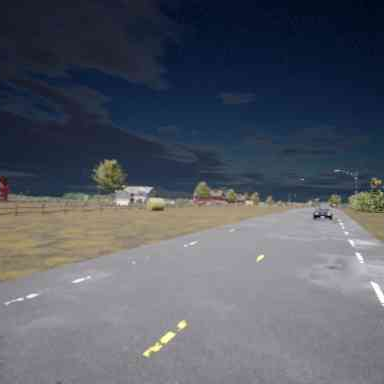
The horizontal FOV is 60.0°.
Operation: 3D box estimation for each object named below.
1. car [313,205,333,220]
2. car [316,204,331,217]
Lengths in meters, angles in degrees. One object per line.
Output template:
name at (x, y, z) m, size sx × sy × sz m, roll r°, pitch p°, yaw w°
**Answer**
car at (14.540, 2.393, 36.906) m, size 1.895 × 1.301 × 4.718 m, roll 2°, pitch -1°, yaw 22°
car at (18.548, 2.552, 46.726) m, size 1.837 × 1.490 × 4.892 m, roll 2°, pitch -1°, yaw 22°
